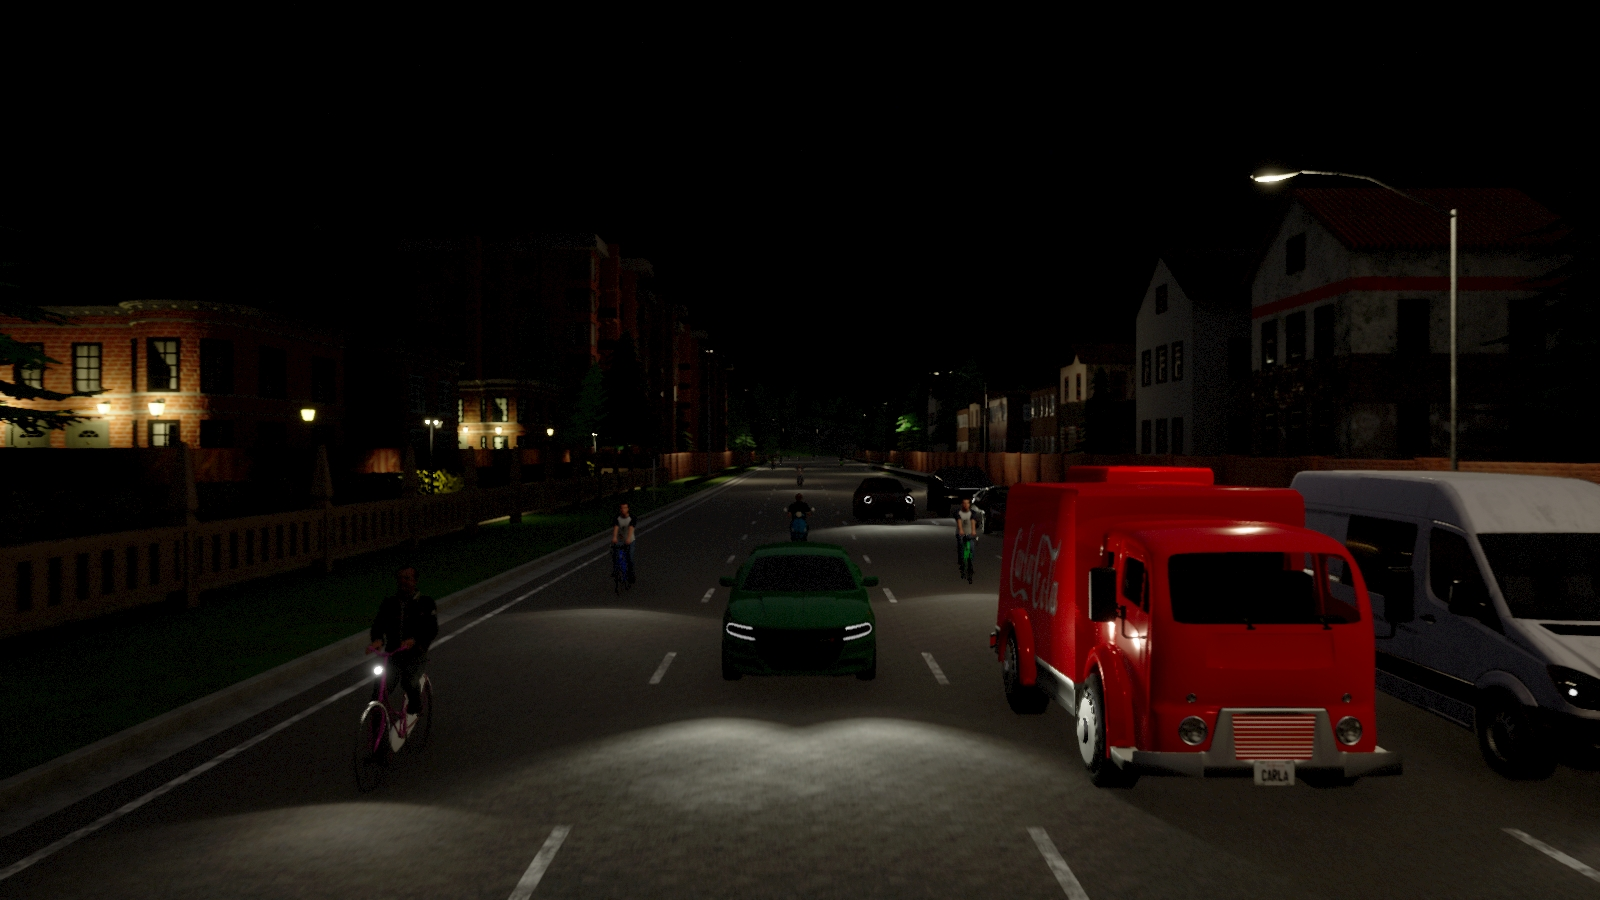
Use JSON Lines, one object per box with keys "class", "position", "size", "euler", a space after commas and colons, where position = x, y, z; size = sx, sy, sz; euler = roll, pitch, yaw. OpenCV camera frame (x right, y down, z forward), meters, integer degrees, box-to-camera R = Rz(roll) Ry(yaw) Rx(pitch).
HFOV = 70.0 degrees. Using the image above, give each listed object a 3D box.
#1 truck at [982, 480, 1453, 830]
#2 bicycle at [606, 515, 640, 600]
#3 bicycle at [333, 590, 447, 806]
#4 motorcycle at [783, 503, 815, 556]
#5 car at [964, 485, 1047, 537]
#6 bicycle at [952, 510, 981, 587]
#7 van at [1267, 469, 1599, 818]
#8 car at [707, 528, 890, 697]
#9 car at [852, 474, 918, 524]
{"class": "truck", "position": [3.488, 1.574, 11.010], "size": [2.627, 2.467, 5.204], "euler": [0, 0, 0]}
{"class": "bicycle", "position": [-3.430, 2.057, 22.187], "size": [0.373, 1.496, 1.643], "euler": [0, 0, 1]}
{"class": "bicycle", "position": [-3.502, 2.061, 9.895], "size": [0.329, 1.471, 1.835], "euler": [0, 0, 0]}
{"class": "motorcycle", "position": [-0.026, 2.144, 31.216], "size": [0.856, 1.316, 1.805], "euler": [0, 0, 0]}
{"class": "car", "position": [6.965, 2.042, 39.126], "size": [2.007, 1.525, 4.514], "euler": [0, 0, 0]}
{"class": "bicycle", "position": [3.522, 2.058, 24.209], "size": [0.373, 1.496, 1.643], "euler": [0, 0, 0]}
{"class": "van", "position": [6.992, 1.535, 11.723], "size": [1.988, 2.561, 5.915], "euler": [0, 0, 0]}
{"class": "car", "position": [-0.014, 2.036, 15.609], "size": [2.097, 1.535, 5.006], "euler": [0, 1, 0]}
{"class": "car", "position": [3.314, 1.908, 45.594], "size": [2.097, 1.767, 4.553], "euler": [0, 0, -2]}
